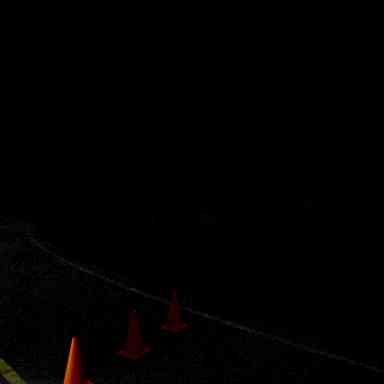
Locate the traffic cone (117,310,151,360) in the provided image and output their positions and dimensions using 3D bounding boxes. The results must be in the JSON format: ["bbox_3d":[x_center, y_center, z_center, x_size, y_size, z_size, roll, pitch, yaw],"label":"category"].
[{"bbox_3d":[-0.808,1.938,4.624,0.340,0.580,0.340,1,1,31],"label":"traffic cone"}]

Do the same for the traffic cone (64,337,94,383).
[{"bbox_3d":[-1.327,1.945,3.774,0.340,0.580,0.340,1,1,31],"label":"traffic cone"}]

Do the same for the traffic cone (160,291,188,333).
[{"bbox_3d":[-0.289,1.931,5.475,0.340,0.580,0.340,1,1,31],"label":"traffic cone"}]
